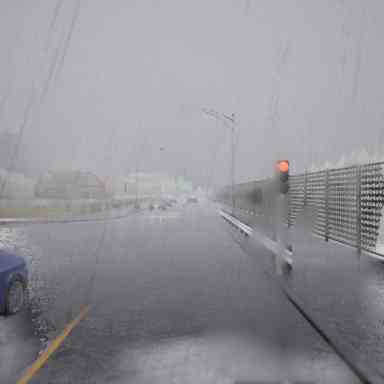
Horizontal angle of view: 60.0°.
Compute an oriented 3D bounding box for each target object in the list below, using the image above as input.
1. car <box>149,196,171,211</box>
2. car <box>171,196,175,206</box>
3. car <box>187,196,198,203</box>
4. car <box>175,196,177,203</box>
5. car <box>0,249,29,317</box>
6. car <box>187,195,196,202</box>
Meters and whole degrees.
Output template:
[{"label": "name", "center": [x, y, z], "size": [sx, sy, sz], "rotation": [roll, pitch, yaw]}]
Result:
[{"label": "car", "center": [-4.108, 1.491, 40.679], "size": [2.128, 1.511, 4.902], "rotation": [0, 0, 0]}, {"label": "car", "center": [-4.107, 1.564, 50.616], "size": [1.994, 1.385, 4.181], "rotation": [0, 0, 0]}, {"label": "car", "center": [0.086, 1.477, 67.088], "size": [1.882, 1.535, 5.008], "rotation": [0, 0, 0]}, {"label": "car", "center": [-4.040, 1.477, 67.093], "size": [1.882, 1.535, 5.008], "rotation": [0, 0, 1]}, {"label": "car", "center": [-4.088, 1.526, 4.759], "size": [1.812, 1.442, 4.674], "rotation": [0, 0, 0]}, {"label": "car", "center": [-0.022, 1.540, 77.431], "size": [2.033, 1.411, 5.357], "rotation": [0, 0, 0]}]
